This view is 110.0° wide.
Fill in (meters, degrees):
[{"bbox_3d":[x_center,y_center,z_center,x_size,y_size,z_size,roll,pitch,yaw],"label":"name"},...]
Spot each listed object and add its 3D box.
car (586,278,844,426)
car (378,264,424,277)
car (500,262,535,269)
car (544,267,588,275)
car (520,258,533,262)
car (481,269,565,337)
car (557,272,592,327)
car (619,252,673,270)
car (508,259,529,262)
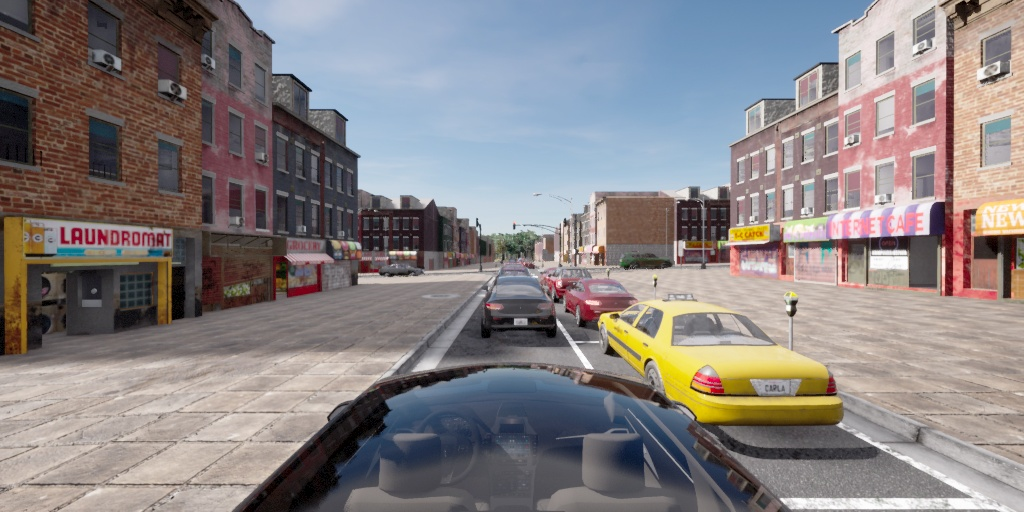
[{"bbox_3d":[2.642,1.275,5.895,1.751,1.417,4.829,0,0,0],"label":"car"},{"bbox_3d":[-12.214,1.624,39.659,4.902,1.511,2.128,-2,0,0],"label":"car"},{"bbox_3d":[0.111,1.248,17.532,2.128,1.511,4.902,0,0,0],"label":"car"},{"bbox_3d":[2.658,1.195,16.658,1.967,1.591,4.097,0,0,0],"label":"car"},{"bbox_3d":[2.720,1.316,59.465,1.967,1.591,4.097,0,0,0],"label":"car"},{"bbox_3d":[0.117,1.277,10.160,1.812,1.442,4.674,0,0,-2],"label":"car"},{"bbox_3d":[2.650,1.334,11.192,1.802,1.307,4.207,0,0,0],"label":"car"},{"bbox_3d":[14.739,0.588,39.668,5.566,2.045,2.150,-2,0,0],"label":"car"},{"bbox_3d":[0.101,1.248,27.093,1.882,1.535,5.008,0,0,0],"label":"car"}]
